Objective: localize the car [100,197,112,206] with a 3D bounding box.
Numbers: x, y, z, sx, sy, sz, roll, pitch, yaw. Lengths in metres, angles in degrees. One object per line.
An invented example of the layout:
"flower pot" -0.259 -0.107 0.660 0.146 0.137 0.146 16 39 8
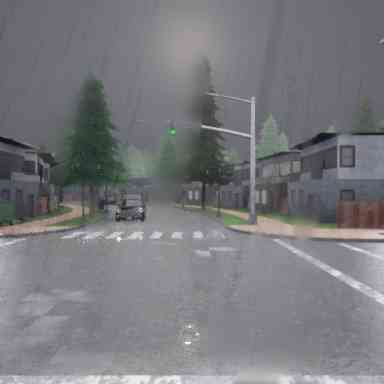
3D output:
"car" -13.424 1.513 53.493 2.033 1.411 5.357 0 0 -31

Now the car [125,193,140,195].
"car" -6.601 1.187 37.301 2.150 2.045 5.566 0 0 -16

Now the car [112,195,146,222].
"car" -4.721 1.317 26.121 2.097 1.767 4.553 0 0 -6
